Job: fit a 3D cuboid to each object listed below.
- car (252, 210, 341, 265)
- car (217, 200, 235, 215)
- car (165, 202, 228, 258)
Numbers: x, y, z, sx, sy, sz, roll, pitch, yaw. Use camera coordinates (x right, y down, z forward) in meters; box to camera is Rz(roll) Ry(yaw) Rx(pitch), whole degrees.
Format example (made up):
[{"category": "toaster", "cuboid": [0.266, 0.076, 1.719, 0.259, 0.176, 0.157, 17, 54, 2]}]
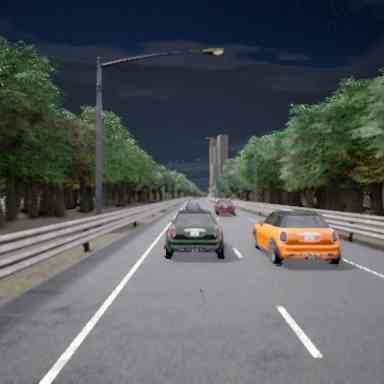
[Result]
[{"category": "car", "cuboid": [3.594, 1.452, 12.269, 2.097, 1.767, 4.553, 0, -1, 0]}, {"category": "car", "cuboid": [3.626, 1.670, 38.174, 2.097, 1.767, 4.553, 0, -1, 0]}, {"category": "car", "cuboid": [0.099, 1.458, 13.443, 2.097, 1.767, 4.553, 0, -1, 0]}]
